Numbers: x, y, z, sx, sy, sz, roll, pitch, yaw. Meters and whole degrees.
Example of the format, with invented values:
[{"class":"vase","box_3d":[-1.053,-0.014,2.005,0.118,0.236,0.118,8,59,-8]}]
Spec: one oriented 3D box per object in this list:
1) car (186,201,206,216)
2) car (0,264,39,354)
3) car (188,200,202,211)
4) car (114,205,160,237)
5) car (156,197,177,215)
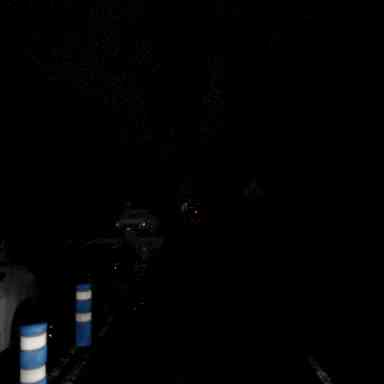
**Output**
[{"class":"car","box_3d":[0.453,1.826,37.051,1.837,1.490,4.892,0,0,1]},{"class":"car","box_3d":[-3.329,1.563,3.548,1.812,1.442,4.674,0,0,0]},{"class":"car","box_3d":[0.485,1.954,48.112,1.994,1.385,4.181,1,0,1]},{"class":"car","box_3d":[-3.210,1.703,19.508,1.812,1.442,4.674,0,-1,1]},{"class":"car","box_3d":[-2.904,1.554,38.608,2.150,2.045,5.566,0,-1,1]}]
